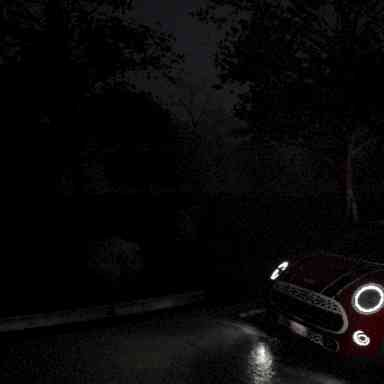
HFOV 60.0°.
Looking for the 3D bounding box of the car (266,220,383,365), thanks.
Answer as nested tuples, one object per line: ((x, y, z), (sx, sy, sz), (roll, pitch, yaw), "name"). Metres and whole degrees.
((3.473, 1.283, 5.630), (4.553, 1.767, 2.097), (-1, 1, -27), "car")
